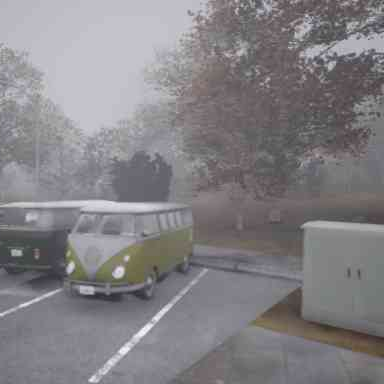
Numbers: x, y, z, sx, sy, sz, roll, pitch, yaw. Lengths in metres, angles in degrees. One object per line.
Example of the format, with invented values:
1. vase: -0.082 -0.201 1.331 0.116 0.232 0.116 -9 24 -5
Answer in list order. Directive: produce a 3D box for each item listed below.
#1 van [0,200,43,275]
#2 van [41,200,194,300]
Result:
1. van: -3.669 1.251 10.184 1.878 1.987 4.442 0 -1 16
2. van: -1.326 1.251 8.246 1.878 1.987 4.442 1 -1 16
